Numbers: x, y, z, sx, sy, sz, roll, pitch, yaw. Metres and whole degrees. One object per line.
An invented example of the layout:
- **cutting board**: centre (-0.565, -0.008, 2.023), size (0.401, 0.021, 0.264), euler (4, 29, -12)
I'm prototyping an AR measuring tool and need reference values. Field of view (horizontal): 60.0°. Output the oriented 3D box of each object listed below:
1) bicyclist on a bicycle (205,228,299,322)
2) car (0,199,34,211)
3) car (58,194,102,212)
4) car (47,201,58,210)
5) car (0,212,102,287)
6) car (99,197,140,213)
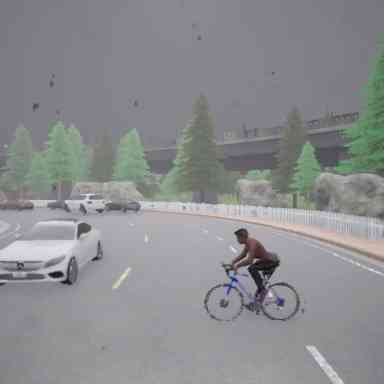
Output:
- **bicyclist on a bicycle**: centre (1.033, 1.453, 5.751), size (1.656, 1.620, 0.582), euler (-1, 0, -1)
- **car**: centre (-21.565, 1.564, 40.854), size (4.181, 1.385, 1.994), euler (0, 0, 20)
- **car**: centre (-11.535, 1.220, 35.367), size (5.566, 2.045, 2.150), euler (0, 0, 41)
- **car**: centre (-16.006, 1.547, 42.434), size (5.357, 1.411, 2.033), euler (0, 0, 27)
- **car**: centre (-3.841, 1.526, 9.530), size (1.812, 1.442, 4.674), euler (0, 0, -3)
- **car**: centre (-7.632, 1.491, 36.284), size (2.128, 1.511, 4.902), euler (0, 0, -45)
